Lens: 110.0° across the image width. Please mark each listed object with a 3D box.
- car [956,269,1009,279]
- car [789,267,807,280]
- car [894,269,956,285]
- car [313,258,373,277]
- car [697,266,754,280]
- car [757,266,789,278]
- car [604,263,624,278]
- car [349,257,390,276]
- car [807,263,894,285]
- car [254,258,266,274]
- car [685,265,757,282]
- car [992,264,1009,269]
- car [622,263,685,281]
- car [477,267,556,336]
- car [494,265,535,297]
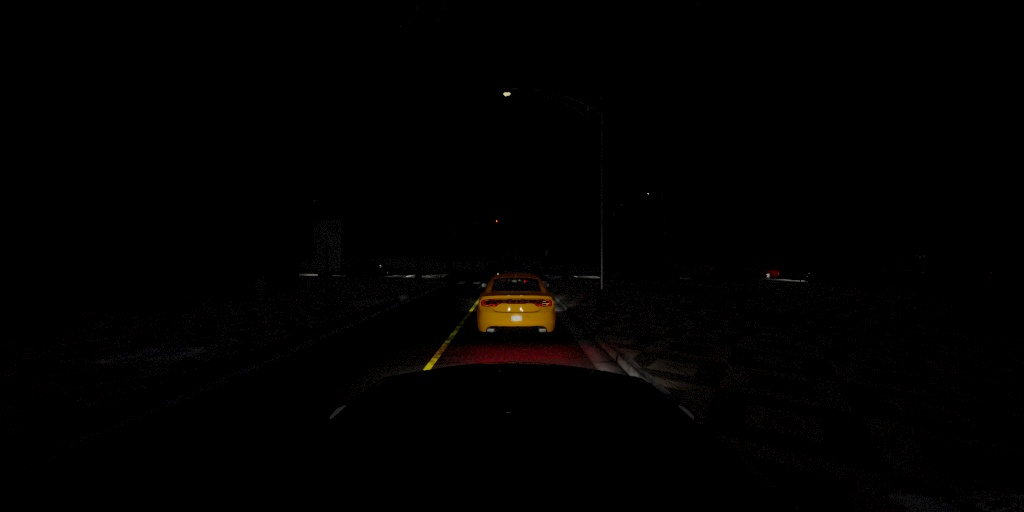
[{"bbox_3d":[40.367,1.994,30.938,4.207,1.307,1.802,0,0,0],"label":"car"},{"bbox_3d":[31.886,1.771,36.793,4.892,1.490,1.837,1,0,0],"label":"car"},{"bbox_3d":[34.717,1.862,30.942,4.507,1.381,1.888,0,0,0],"label":"car"},{"bbox_3d":[-14.764,1.114,30.882,4.403,1.370,2.007,0,0,0],"label":"car"},{"bbox_3d":[21.820,1.704,36.809,4.718,1.301,1.895,1,0,0],"label":"car"},{"bbox_3d":[29.087,1.763,39.472,4.507,1.381,1.888,0,0,0],"label":"car"},{"bbox_3d":[11.902,1.454,36.816,4.892,1.490,1.837,1,0,0],"label":"car"},{"bbox_3d":[-13.881,0.926,33.594,4.553,1.767,2.097,1,0,1],"label":"car"},{"bbox_3d":[29.073,1.539,30.946,5.009,1.841,2.192,0,0,0],"label":"car"},{"bbox_3d":[-23.879,0.928,33.647,4.902,1.511,2.128,1,0,0],"label":"car"},{"bbox_3d":[17.956,1.569,30.954,4.829,1.417,1.751,0,0,0],"label":"car"},{"bbox_3d":[48.323,1.768,33.592,5.566,2.045,2.150,1,0,0],"label":"car"},{"bbox_3d":[12.144,1.522,30.958,4.313,1.339,1.948,0,0,0],"label":"car"},{"bbox_3d":[0.104,1.227,10.405,1.882,1.535,5.008,0,0,0],"label":"car"},{"bbox_3d":[0.111,1.296,20.232,2.033,1.411,5.357,0,0,0],"label":"car"}]
